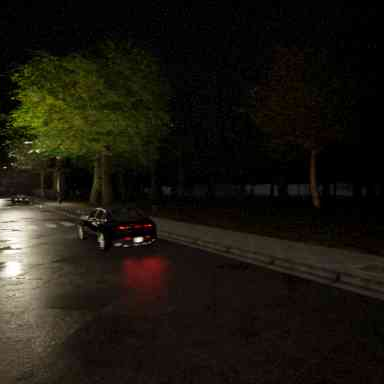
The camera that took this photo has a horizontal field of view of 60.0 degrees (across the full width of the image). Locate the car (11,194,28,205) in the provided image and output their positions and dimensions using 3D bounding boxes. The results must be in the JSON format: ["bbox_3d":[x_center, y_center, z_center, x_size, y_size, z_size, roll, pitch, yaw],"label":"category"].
[{"bbox_3d":[-24.035,1.030,46.391,2.033,1.411,5.357,-2,1,-32],"label":"car"}]

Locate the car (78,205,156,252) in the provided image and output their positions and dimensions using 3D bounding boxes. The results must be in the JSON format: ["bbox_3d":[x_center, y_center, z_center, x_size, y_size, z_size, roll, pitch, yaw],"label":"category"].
[{"bbox_3d":[-3.046,1.273,12.937,1.837,1.490,4.892,-2,2,-32],"label":"car"}]
